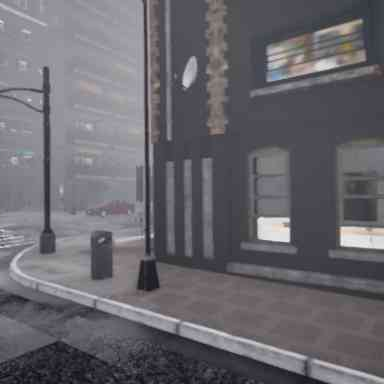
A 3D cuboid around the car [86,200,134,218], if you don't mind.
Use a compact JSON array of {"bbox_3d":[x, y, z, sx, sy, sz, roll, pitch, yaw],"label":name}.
[{"bbox_3d":[-6.931,1.363,28.440,1.887,1.381,4.507,0,0,36],"label":"car"}]
